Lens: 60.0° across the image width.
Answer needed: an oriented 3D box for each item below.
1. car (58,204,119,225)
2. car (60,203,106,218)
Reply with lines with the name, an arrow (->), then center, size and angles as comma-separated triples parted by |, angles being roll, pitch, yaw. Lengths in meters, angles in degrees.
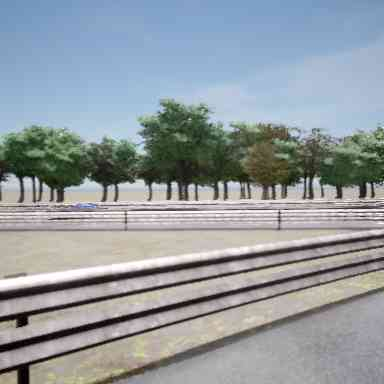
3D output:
car -> -8.754, 1.880, 28.275 | 5.008, 1.535, 1.882 | -1, 1, 5
car -> -11.615, 1.960, 35.511 | 4.181, 1.385, 1.994 | -1, 1, 5
